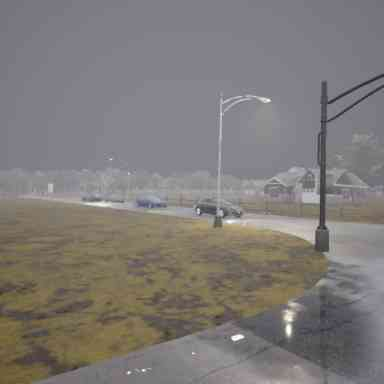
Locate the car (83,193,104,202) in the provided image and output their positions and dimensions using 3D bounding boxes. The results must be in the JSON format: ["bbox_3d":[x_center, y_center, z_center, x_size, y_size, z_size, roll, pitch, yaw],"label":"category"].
[{"bbox_3d":[-18.192,1.007,61.146,2.033,1.411,5.357,2,-1,-35],"label":"car"}]

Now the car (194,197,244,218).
[{"bbox_3d":[2.062,1.226,26.476,1.837,1.490,4.892,2,0,-35],"label":"car"}]

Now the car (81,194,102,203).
[{"bbox_3d":[-15.653,1.027,51.487,1.895,1.301,4.718,2,-1,-35],"label":"car"}]

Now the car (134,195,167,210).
[{"bbox_3d":[-4.471,1.070,35.659,1.882,1.535,5.008,2,0,-36],"label":"car"}]

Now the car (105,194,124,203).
[{"bbox_3d":[-12.392,1.087,52.995,1.994,1.385,4.181,2,-1,-35],"label":"car"}]
